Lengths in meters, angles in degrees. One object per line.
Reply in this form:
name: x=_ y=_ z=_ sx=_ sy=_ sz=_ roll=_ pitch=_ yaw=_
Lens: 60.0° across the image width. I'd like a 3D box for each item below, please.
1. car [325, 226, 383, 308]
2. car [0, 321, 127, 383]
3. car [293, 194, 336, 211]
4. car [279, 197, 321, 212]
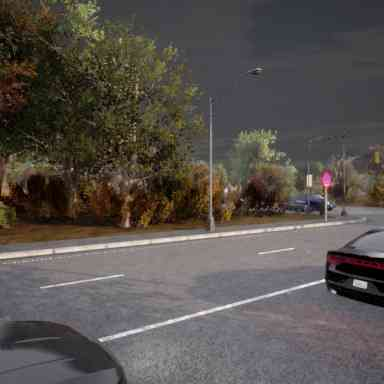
car: x=4.986 y=1.477 z=7.329 sx=5.008 sy=1.535 sz=1.882 roll=0 pitch=0 yaw=-36
car: x=-2.729 y=1.505 z=1.790 sx=4.892 sy=1.490 sz=1.837 roll=0 pitch=0 yaw=-36
car: x=14.662 y=1.221 z=40.649 sx=2.150 sy=2.045 sz=5.566 roll=0 pitch=0 yaw=-31
car: x=12.062 y=1.563 z=38.178 sx=1.994 sy=1.385 sz=4.181 roll=0 pitch=0 yaw=-32
